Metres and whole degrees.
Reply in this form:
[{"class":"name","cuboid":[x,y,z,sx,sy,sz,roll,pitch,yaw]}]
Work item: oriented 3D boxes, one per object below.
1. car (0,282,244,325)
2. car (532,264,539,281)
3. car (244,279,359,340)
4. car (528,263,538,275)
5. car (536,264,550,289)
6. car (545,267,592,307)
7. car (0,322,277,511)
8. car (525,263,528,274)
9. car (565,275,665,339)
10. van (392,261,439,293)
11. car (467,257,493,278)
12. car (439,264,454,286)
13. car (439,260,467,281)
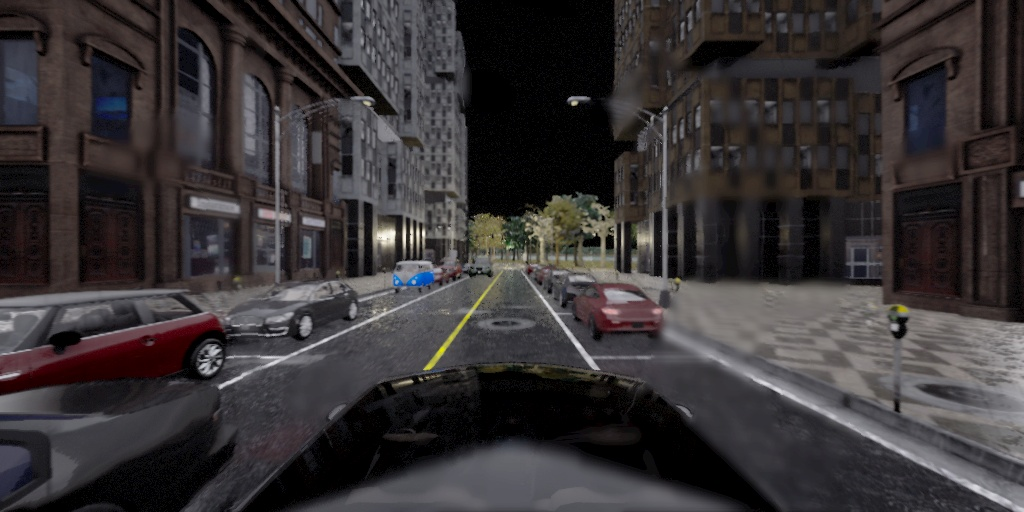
[{"class":"car","cuboid":[-5.764,1.202,4.286,1.967,1.591,4.097,0,0,0]},{"class":"car","cuboid":[2.759,1.469,26.932,1.802,1.307,4.207,0,0,0]},{"class":"car","cuboid":[-5.765,1.343,9.955,2.007,1.370,4.403,0,0,0]},{"class":"car","cuboid":[2.758,1.475,32.600,2.007,1.370,4.403,0,0,0]},{"class":"car","cuboid":[2.760,1.404,21.264,2.007,1.370,4.403,0,0,0]},{"class":"car","cuboid":[2.760,1.372,15.596,2.007,1.370,4.403,0,0,0]},{"class":"car","cuboid":[-3.099,1.291,0.461,2.033,1.411,5.357,0,0,0]},{"class":"car","cuboid":[2.757,1.557,43.938,1.888,1.381,4.507,0,0,0]},{"class":"car","cuboid":[2.761,1.374,9.926,1.802,1.307,4.207,0,0,0]},{"class":"van","cuboid":[-5.766,1.194,21.294,1.690,1.789,3.998,0,0,0]},{"class":"car","cuboid":[-3.104,1.173,36.876,2.150,2.045,5.566,0,0,0]},{"class":"car","cuboid":[-5.766,1.469,26.961,1.802,1.307,4.207,0,0,0]},{"class":"car","cuboid":[-5.767,1.239,32.629,2.192,1.841,5.009,0,0,0]}]
